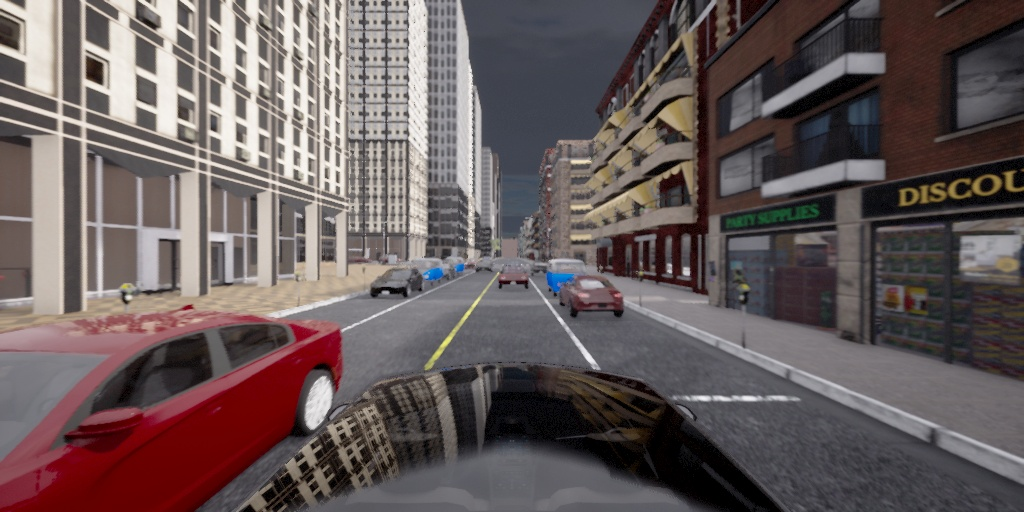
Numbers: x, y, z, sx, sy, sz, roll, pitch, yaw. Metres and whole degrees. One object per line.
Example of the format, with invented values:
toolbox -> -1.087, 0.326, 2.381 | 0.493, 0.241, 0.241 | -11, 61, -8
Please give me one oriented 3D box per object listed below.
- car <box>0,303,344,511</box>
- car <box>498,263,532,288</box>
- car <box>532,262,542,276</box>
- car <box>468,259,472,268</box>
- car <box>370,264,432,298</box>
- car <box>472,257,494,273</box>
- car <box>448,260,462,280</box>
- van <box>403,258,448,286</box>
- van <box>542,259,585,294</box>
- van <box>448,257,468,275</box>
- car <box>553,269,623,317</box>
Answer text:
car -> -3.103, 1.225, 2.604 | 1.882, 1.535, 5.008 | 0, 0, 0
car -> 0.081, 1.298, 23.189 | 1.895, 1.301, 4.718 | 0, 0, 0
car -> 2.674, 1.221, 35.303 | 2.007, 1.370, 4.403 | 0, 0, 0
car -> -5.714, 1.075, 52.245 | 1.967, 1.591, 4.097 | 0, 0, 0
car -> -5.699, 1.274, 18.354 | 1.948, 1.339, 4.313 | 0, 0, 0
car -> -3.095, 1.165, 40.908 | 1.837, 1.490, 4.892 | 0, 0, 0
car -> -5.704, 1.233, 29.651 | 2.007, 1.370, 4.403 | 0, 0, 0
van -> -5.702, 1.036, 24.003 | 1.690, 1.789, 3.998 | 0, 0, 0
van -> 2.682, 1.049, 18.357 | 1.690, 1.789, 3.998 | 0, 0, 0
van -> -5.706, 1.011, 35.300 | 1.690, 1.789, 3.998 | 0, 0, 0
car -> 2.684, 1.304, 12.709 | 1.802, 1.307, 4.207 | 0, 0, 0
